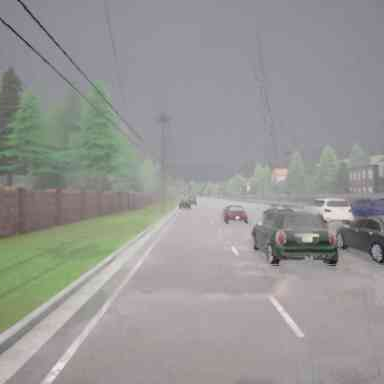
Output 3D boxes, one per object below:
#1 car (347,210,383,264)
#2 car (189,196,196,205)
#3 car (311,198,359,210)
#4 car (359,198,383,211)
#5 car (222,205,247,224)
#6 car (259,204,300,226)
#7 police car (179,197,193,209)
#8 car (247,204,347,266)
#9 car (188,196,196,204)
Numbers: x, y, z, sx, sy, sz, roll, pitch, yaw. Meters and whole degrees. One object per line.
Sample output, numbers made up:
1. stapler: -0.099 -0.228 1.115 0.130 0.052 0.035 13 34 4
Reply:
1. car: 7.045 1.646 12.401 1.837 1.490 4.892 0 0 1
2. car: 0.019 2.153 76.888 1.882 1.535 5.008 0 -1 0
3. car: 10.536 1.517 26.277 2.150 2.045 5.566 0 0 0
4. car: 14.036 1.517 26.275 2.150 2.045 5.566 0 0 1
5. car: 3.555 1.840 28.050 1.812 1.442 4.674 0 0 1
6. car: 7.048 1.799 27.374 2.128 1.511 4.902 0 -1 1
7. police car: -1.212 2.073 57.894 1.930 1.638 5.238 0 -1 0
8. car: 3.545 1.490 12.285 2.097 1.767 4.553 0 -1 1
9. car: 0.022 2.077 89.841 2.150 2.045 5.566 0 -1 0
